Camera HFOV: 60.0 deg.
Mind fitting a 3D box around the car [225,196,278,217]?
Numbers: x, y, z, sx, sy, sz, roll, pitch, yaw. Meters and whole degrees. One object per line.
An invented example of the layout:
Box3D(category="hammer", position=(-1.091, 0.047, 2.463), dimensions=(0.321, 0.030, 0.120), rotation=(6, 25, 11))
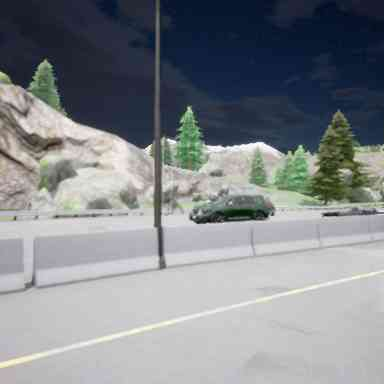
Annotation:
Box3D(category="car", position=(5.649, 1.317, 31.523), dimensions=(4.553, 1.767, 2.097), rotation=(0, 0, -26))

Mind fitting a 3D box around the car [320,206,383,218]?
Box3D(category="car", position=(10.960, 1.592, 22.496), dimensions=(4.718, 1.301, 1.895), rotation=(0, 0, -27))

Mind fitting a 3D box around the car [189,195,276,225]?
Box3D(category="car", position=(2.557, 1.193, 21.945), dimensions=(5.566, 2.045, 2.150), rotation=(0, 0, -30))
